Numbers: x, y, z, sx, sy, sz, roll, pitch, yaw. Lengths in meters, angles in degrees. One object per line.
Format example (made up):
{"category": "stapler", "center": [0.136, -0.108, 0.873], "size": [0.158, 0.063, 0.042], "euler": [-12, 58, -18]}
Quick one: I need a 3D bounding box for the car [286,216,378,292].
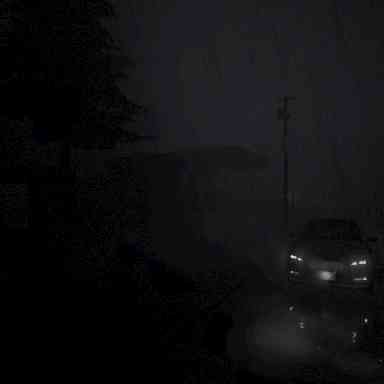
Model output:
{"category": "car", "center": [3.851, 1.473, 9.161], "size": [2.128, 1.511, 4.902], "euler": [0, 0, 26]}

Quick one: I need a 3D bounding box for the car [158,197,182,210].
{"category": "car", "center": [-2.709, 1.403, 41.412], "size": [1.845, 1.501, 3.633], "euler": [0, 0, 26]}
